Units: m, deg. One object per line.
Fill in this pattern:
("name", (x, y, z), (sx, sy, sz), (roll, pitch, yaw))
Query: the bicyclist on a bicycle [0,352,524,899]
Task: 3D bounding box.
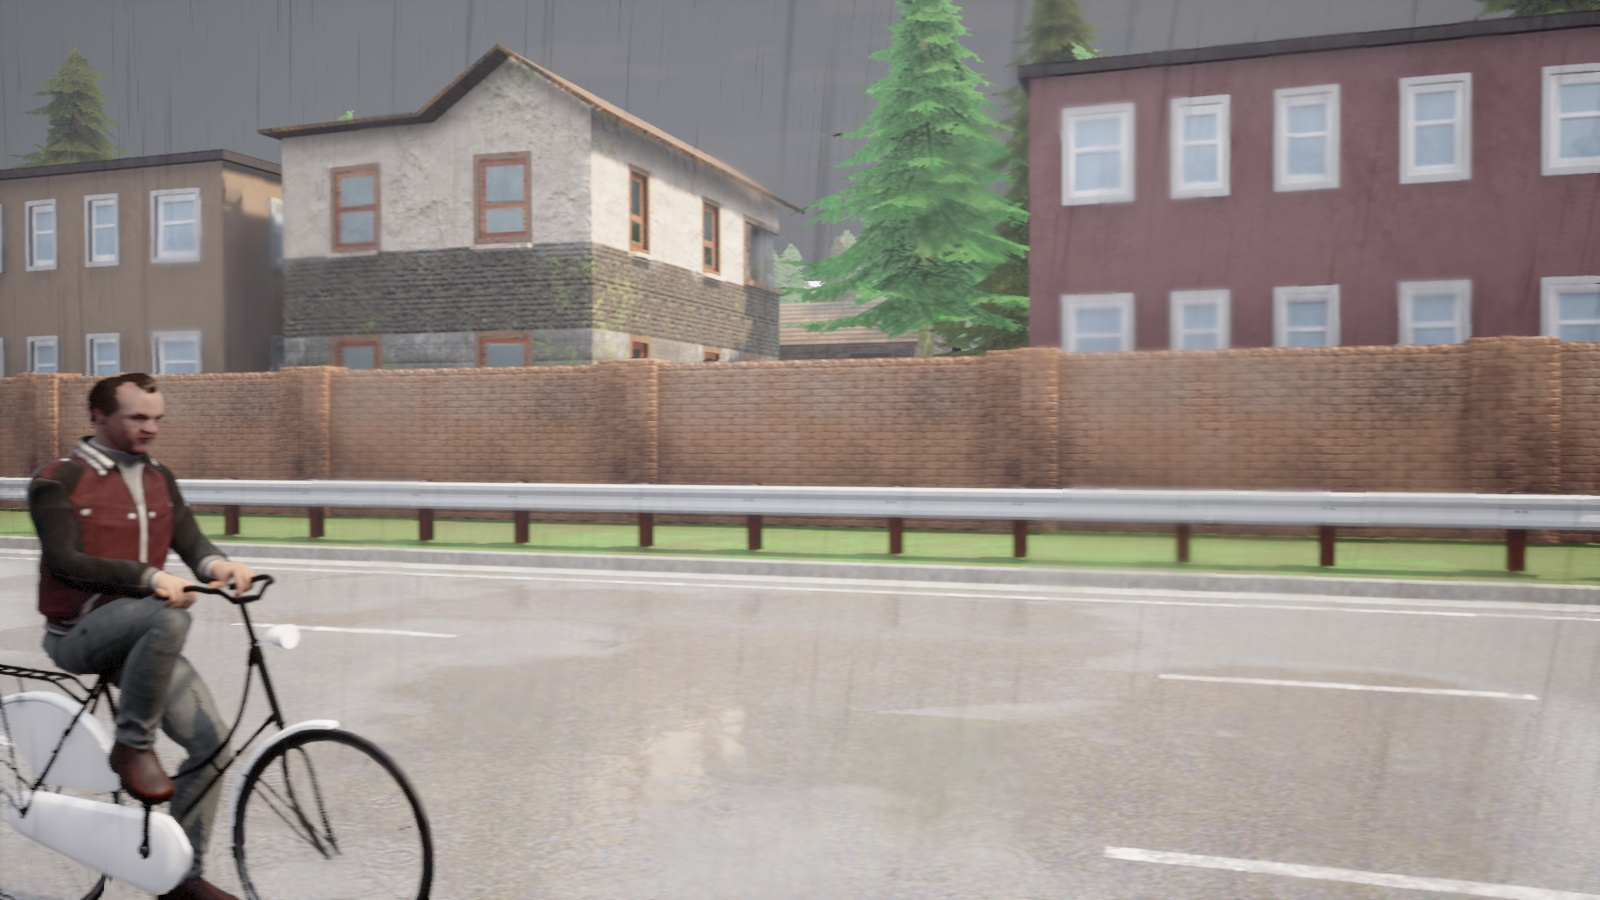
("bicyclist on a bicycle", (-1.822, 0.629, 3.804), (1.843, 1.776, 0.659), (0, 1, 19))
